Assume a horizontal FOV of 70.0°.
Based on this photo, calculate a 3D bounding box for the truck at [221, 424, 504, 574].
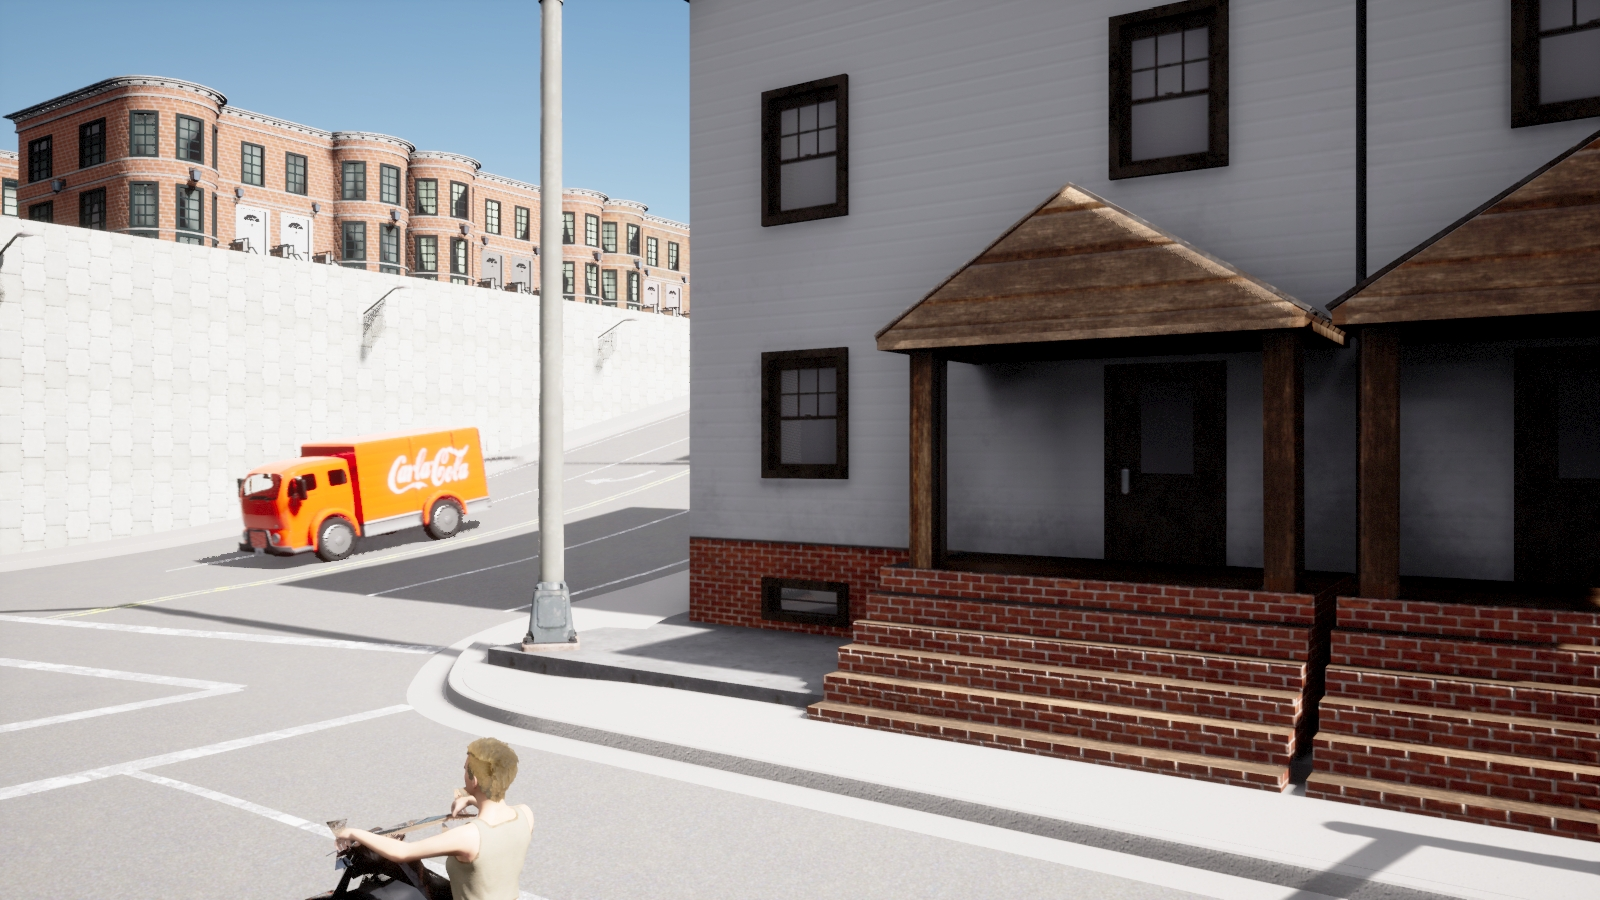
[{"bbox_3d":[-9.745,0.946,25.929,2.627,2.467,5.204,0,8,35],"label":"truck"}]
